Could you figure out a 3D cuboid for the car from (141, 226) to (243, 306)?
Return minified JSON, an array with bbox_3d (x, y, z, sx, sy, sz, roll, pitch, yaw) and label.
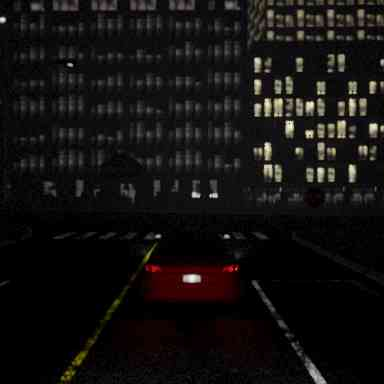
[{"bbox_3d":[0.011,1.507,7.976,1.994,1.385,4.181,0,0,0],"label":"car"}]
